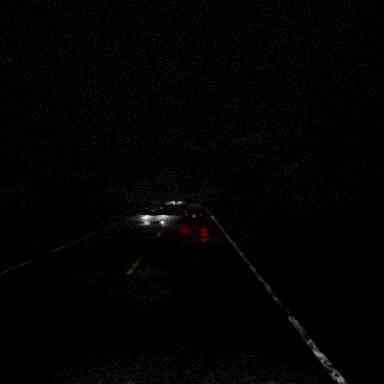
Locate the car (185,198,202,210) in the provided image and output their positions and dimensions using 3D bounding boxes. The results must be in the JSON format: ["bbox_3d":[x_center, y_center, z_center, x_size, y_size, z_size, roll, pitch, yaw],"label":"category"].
[{"bbox_3d":[0.163,1.470,42.119,2.033,1.411,5.357,0,0,0],"label":"car"}]

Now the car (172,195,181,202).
[{"bbox_3d":[-3.358,1.375,73.848,2.128,1.511,4.902,0,0,0],"label":"car"}]

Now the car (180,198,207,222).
[{"bbox_3d":[0.148,1.480,25.593,1.812,1.442,4.674,0,0,0],"label":"car"}]

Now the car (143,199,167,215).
[{"bbox_3d":[-3.532,1.467,32.902,1.812,1.442,4.674,0,0,0],"label":"car"}]
